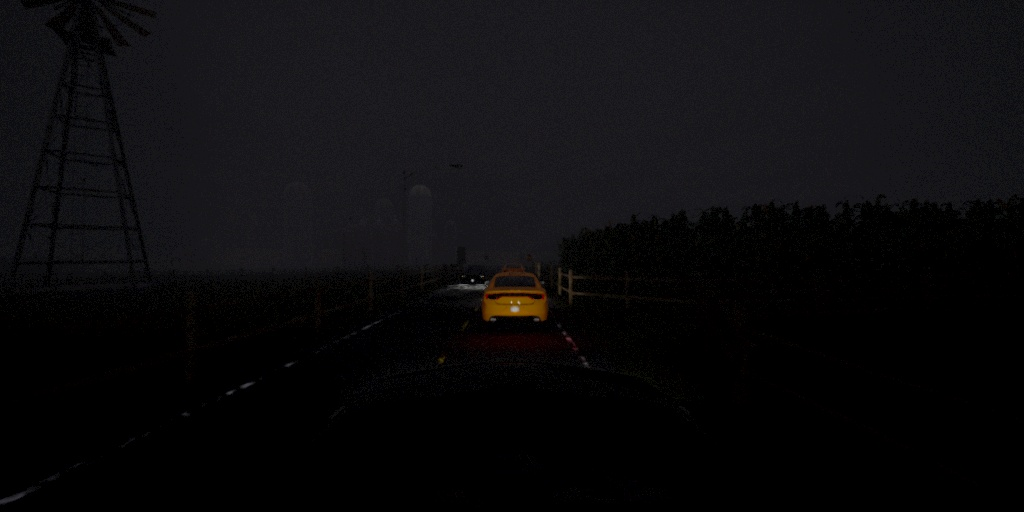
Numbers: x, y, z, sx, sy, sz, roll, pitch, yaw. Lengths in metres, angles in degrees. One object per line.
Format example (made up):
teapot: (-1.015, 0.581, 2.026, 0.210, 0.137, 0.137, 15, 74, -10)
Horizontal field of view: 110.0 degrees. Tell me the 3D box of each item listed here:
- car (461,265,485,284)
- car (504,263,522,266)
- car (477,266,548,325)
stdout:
car: (-2.816, 1.385, 28.358, 2.033, 1.411, 5.357, 0, 0, 0)
car: (0.106, 1.317, 28.989, 1.882, 1.535, 5.008, 0, 0, 0)
car: (0.094, 1.261, 11.917, 1.882, 1.535, 5.008, 0, 0, 0)
